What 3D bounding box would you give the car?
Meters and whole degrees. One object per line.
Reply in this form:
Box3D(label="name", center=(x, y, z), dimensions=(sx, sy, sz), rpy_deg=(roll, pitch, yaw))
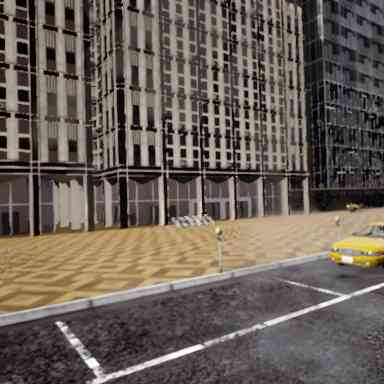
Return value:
Box3D(label="car", center=(6.387, 1.557, 10.787), dimensions=(4.829, 1.417, 1.752), rpy_deg=(-1, -1, -34))
